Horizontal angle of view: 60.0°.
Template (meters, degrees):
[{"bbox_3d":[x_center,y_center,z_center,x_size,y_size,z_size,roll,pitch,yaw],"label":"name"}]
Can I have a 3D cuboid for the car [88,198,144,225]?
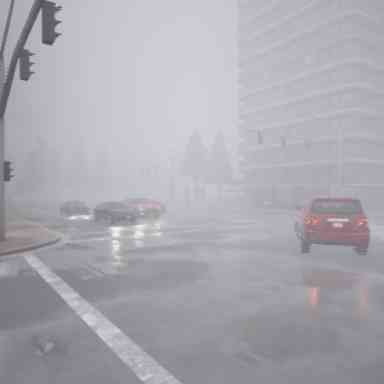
[{"bbox_3d":[-5.584,1.431,23.917,1.837,1.490,4.892,0,0,-35],"label":"car"}]

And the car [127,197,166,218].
[{"bbox_3d":[-4.479,1.260,28.412,2.097,1.767,4.553,0,0,-35],"label":"car"}]

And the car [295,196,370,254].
[{"bbox_3d":[5.452,1.160,13.424,2.150,2.045,5.566,1,0,15],"label":"car"}]

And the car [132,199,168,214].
[{"bbox_3d":[-4.429,1.449,34.677,1.994,1.385,4.181,0,0,-35],"label":"car"}]

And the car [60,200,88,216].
[{"bbox_3d":[-11.290,1.473,32.001,1.994,1.385,4.181,0,0,-35],"label":"car"}]
